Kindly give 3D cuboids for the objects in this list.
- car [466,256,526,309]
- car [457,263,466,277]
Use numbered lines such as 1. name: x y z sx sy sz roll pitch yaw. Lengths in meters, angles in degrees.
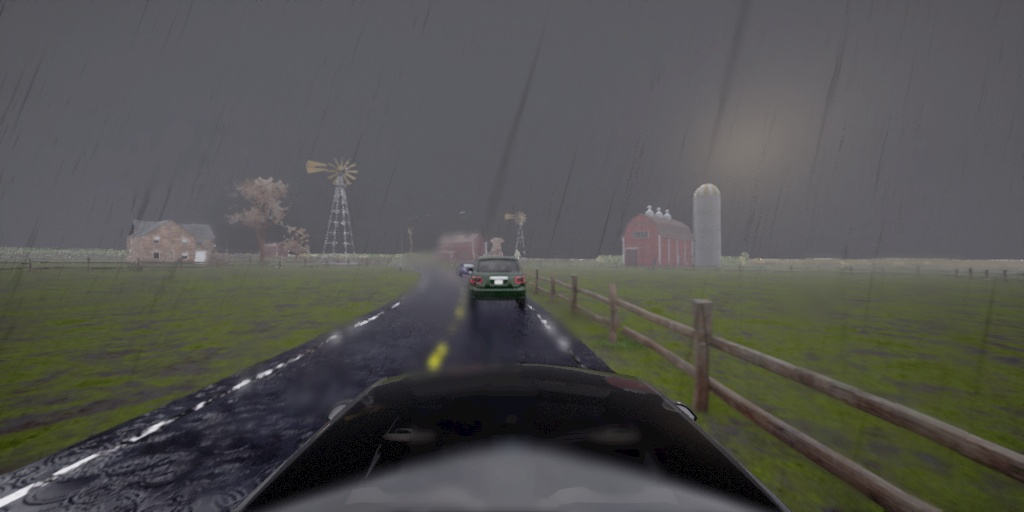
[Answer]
1. car: -0.704 1.036 15.422 2.150 2.045 5.566 0 0 -5
2. car: -4.574 1.401 37.044 1.812 1.442 4.674 0 0 -14
